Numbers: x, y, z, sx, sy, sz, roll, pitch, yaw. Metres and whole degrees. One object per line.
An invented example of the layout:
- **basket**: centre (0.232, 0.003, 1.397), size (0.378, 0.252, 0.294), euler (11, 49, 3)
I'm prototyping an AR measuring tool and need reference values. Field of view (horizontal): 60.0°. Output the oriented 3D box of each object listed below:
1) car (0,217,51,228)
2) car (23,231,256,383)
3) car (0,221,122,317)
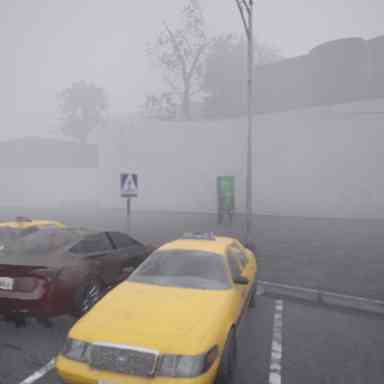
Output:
- **car**: centre (-4.824, 1.477, 9.031), size (1.946, 1.575, 5.366), euler (1, -1, 16)
- **car**: centre (0.031, 1.485, 5.563), size (1.946, 1.575, 5.366), euler (1, -1, 16)
- **car**: centre (-2.344, 1.516, 7.505), size (2.163, 1.488, 4.792), euler (0, -1, 16)
